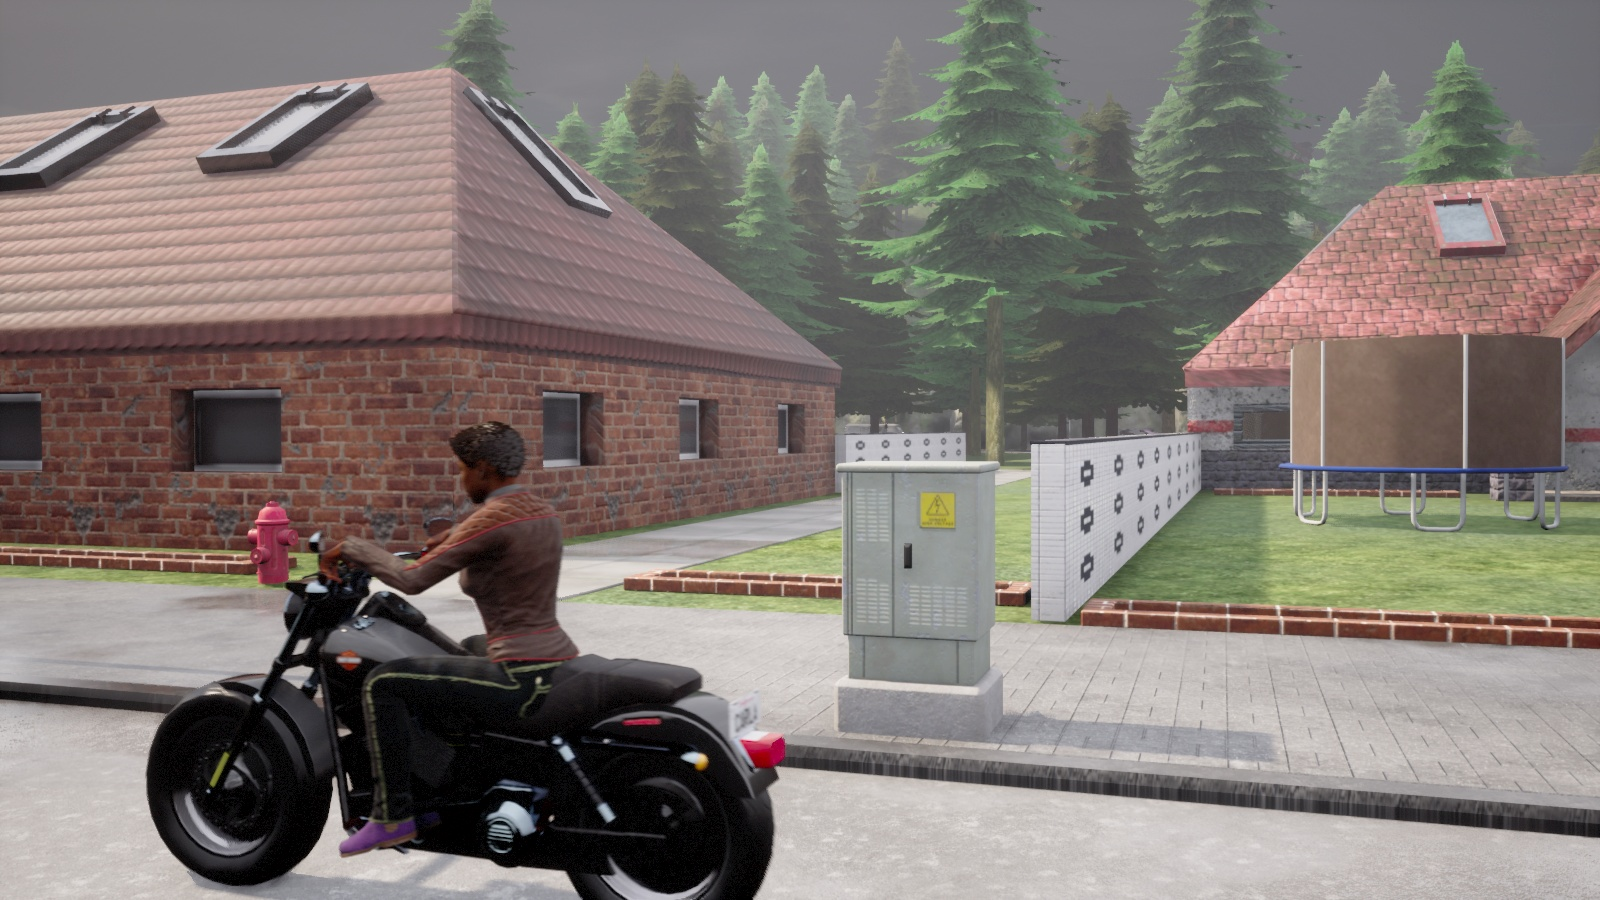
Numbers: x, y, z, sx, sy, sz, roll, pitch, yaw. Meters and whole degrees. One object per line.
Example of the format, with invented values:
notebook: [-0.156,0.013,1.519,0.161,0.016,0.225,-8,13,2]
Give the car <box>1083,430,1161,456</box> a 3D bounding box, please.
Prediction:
car: [21.342,-0.496,83.232,4.856,1.649,2.033,0,1,19]

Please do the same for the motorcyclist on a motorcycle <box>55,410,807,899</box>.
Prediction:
motorcyclist on a motorcycle: [-1.213,0.707,4.127,2.350,1.649,0.766,0,1,19]

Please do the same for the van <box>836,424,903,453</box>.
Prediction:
van: [4.905,-0.823,88.761,4.442,1.987,1.775,1,1,19]
